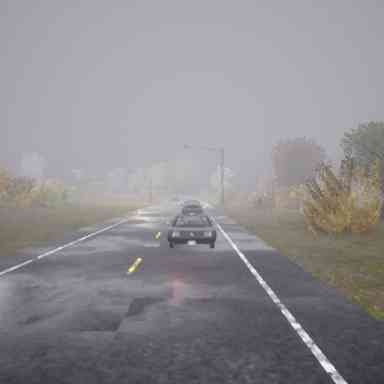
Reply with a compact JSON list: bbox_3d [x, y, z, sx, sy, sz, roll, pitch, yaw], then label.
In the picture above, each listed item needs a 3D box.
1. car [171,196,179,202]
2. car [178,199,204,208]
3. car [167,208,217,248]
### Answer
[{"bbox_3d":[-3.760,1.548,75.946,2.033,1.411,5.357,0,0,-3],"label":"car"},{"bbox_3d":[0.000,1.526,29.651,1.837,1.490,4.892,0,0,0],"label":"car"},{"bbox_3d":[0.000,1.618,14.681,1.895,1.301,4.718,0,0,0],"label":"car"}]
